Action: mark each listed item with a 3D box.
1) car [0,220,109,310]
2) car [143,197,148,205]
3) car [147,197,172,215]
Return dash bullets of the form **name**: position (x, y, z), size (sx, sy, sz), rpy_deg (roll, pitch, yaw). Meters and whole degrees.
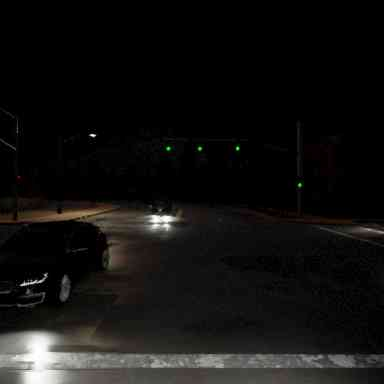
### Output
- **car**: position (-3.402, 1.516, 8.090), size (1.837, 1.490, 4.892), rpy_deg (0, 0, 1)
- **car**: position (-6.953, 1.499, 58.378), size (2.033, 1.411, 5.357), rpy_deg (0, 0, -30)
- **car**: position (-3.075, 1.499, 34.324), size (2.128, 1.511, 4.902), rpy_deg (0, 0, -1)
